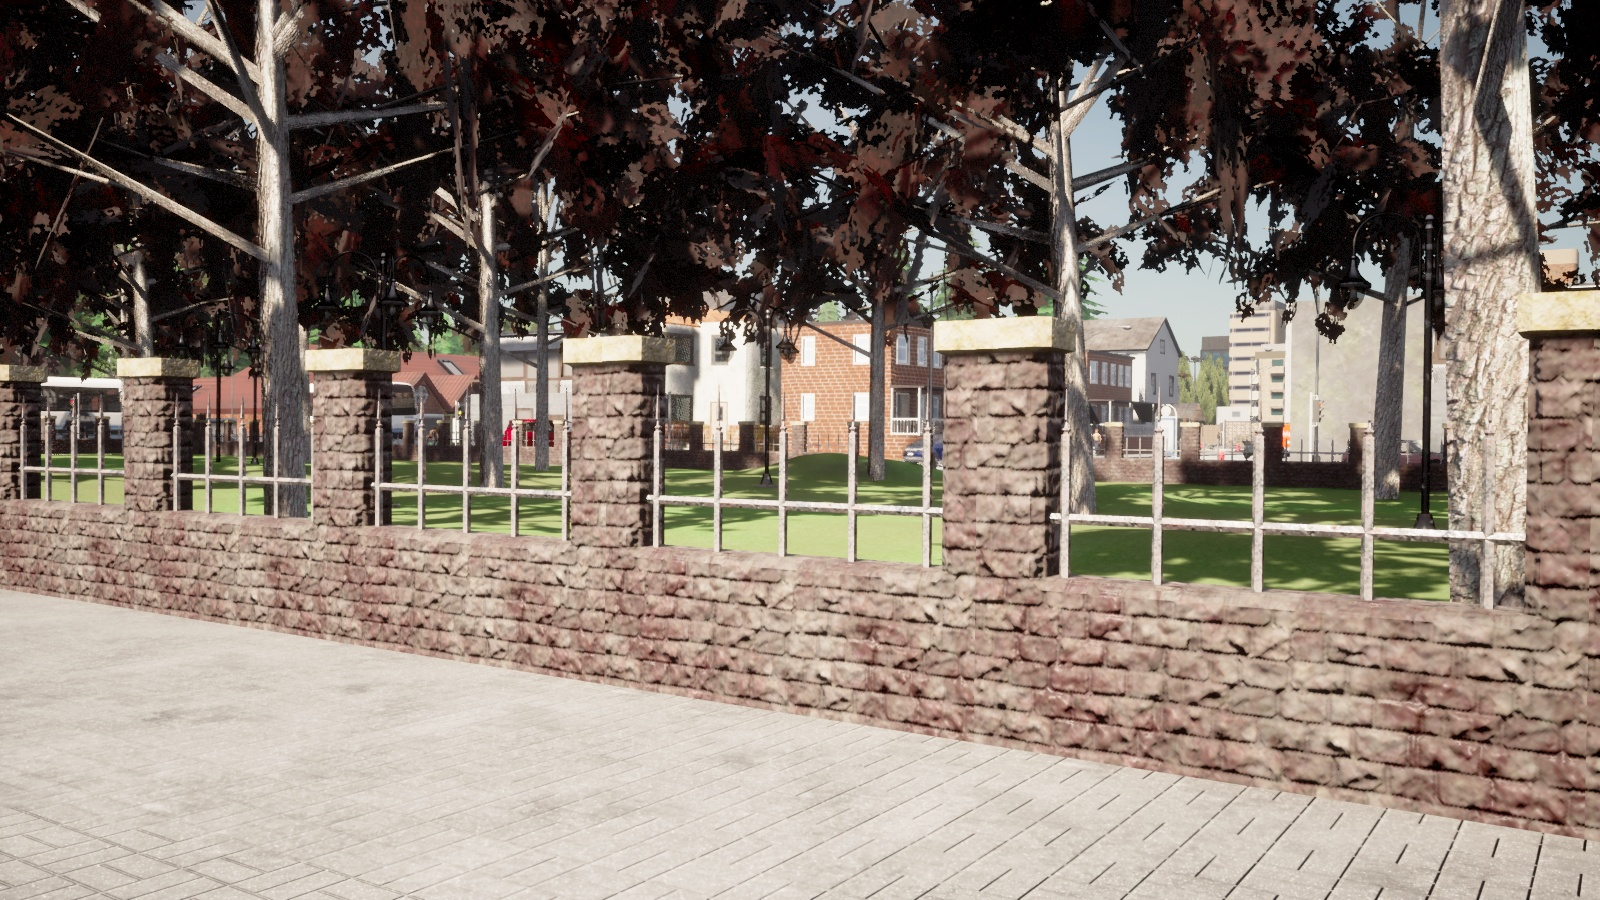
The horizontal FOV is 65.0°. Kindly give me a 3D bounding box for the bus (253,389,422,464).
[{"bbox_3d":[-28.218,-1.434,76.488,10.273,4.253,3.944,0,3,31],"label":"bus"}]

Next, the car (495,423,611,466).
[{"bbox_3d":[-12.168,-0.283,61.803,5.566,2.045,2.150,0,1,30],"label":"car"}]

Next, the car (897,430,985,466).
[{"bbox_3d":[6.436,-0.131,57.250,3.705,1.549,1.789,-1,2,-33],"label":"car"}]

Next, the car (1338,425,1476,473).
[{"bbox_3d":[19.666,-0.037,40.717,3.806,1.475,1.970,0,1,34],"label":"car"}]

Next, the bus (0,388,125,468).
[{"bbox_3d":[-43.554,-1.197,69.310,3.944,4.253,10.273,0,1,41],"label":"bus"}]
